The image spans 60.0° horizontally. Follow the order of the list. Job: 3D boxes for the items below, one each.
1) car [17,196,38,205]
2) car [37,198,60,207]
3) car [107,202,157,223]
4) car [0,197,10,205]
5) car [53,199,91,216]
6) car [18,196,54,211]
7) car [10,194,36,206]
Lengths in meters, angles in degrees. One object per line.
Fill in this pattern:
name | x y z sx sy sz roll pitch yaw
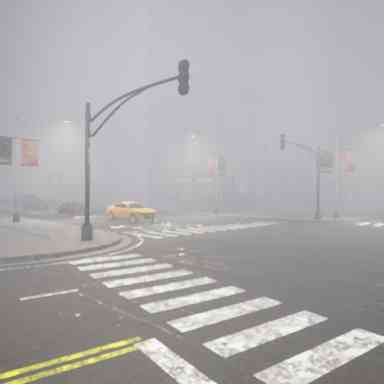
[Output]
car | -30.517 1.526 61.566 1.882 1.535 5.008 1 0 -45
car | -23.557 1.631 54.619 4.181 1.385 1.994 0 0 44
car | -4.844 1.546 26.413 1.882 1.535 5.008 1 0 -45
car | -34.170 1.582 60.623 1.994 1.385 4.181 1 0 -45
car | -11.861 1.616 33.432 4.181 1.385 1.994 0 0 45
car | -19.154 1.539 40.742 1.837 1.490 4.892 1 0 -45
car | -26.578 1.260 53.038 5.566 2.045 2.150 0 0 45
